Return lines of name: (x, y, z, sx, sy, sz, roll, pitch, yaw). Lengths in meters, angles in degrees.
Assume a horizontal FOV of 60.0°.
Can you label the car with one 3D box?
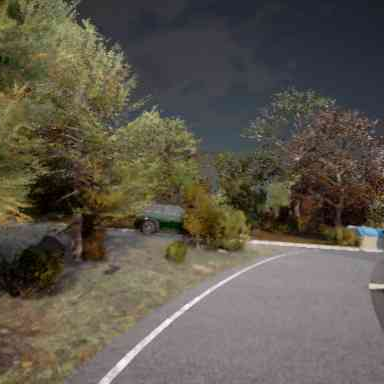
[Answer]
car: (-0.728, 1.493, 17.445, 4.553, 1.767, 2.097, 7, -6, -13)
